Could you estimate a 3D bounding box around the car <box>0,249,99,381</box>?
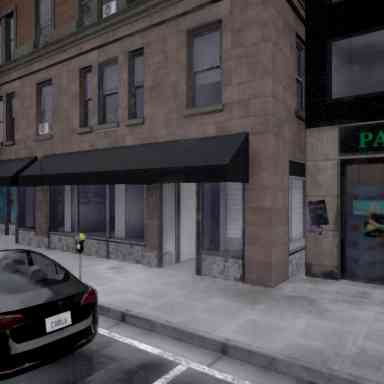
[{"bbox_3d":[-3.266,1.566,5.138,4.313,1.339,1.947,0,0,36],"label":"car"}]
